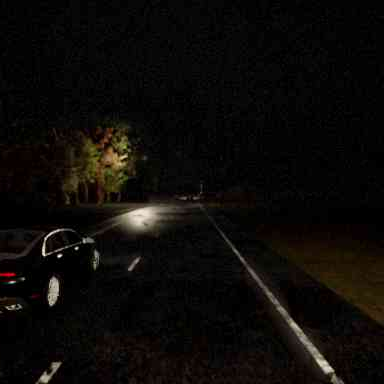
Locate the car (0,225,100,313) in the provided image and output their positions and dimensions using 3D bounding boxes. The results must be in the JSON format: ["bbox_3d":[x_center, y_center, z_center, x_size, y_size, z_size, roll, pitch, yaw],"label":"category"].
[{"bbox_3d":[-3.556,1.530,7.707,1.837,1.490,4.892,0,0,0],"label":"car"}]

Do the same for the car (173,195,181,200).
[{"bbox_3d":[-4.053,1.489,89.289,1.812,1.442,4.674,0,0,0],"label":"car"}]

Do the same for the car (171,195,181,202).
[{"bbox_3d":[-3.991,1.605,79.248,2.128,1.511,4.902,0,0,0],"label":"car"}]

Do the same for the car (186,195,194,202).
[{"bbox_3d":[-0.491,1.618,79.269,1.994,1.385,4.181,0,0,0],"label":"car"}]

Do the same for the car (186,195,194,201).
[{"bbox_3d":[-0.554,1.476,89.309,2.128,1.511,4.902,0,0,0],"label":"car"}]
